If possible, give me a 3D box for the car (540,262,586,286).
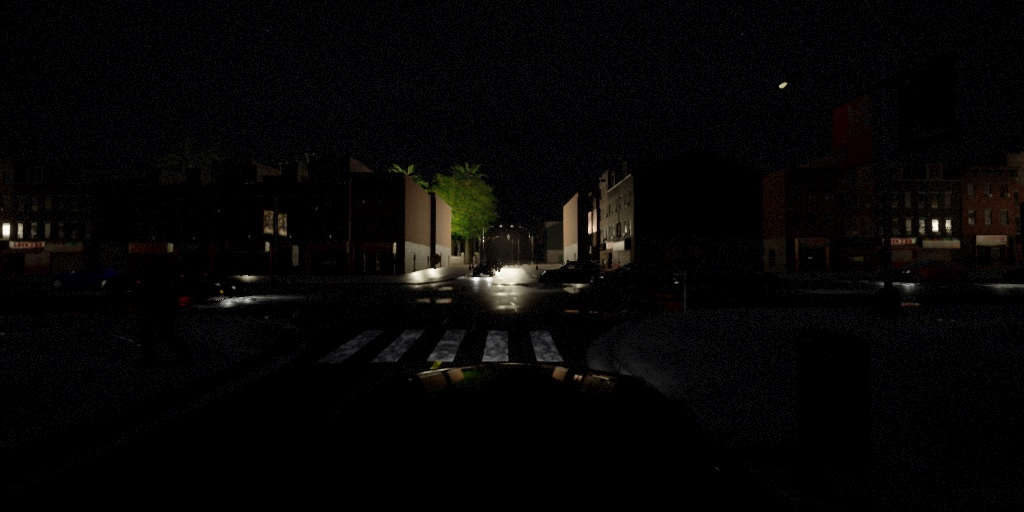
[{"bbox_3d":[4.282,1.188,25.321,4.553,1.767,2.097,-1,-2,19],"label":"car"}]

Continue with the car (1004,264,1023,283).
[{"bbox_3d":[32.557,0.843,21.344,5.008,1.535,1.882,-1,-1,0],"label":"car"}]

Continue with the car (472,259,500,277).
[{"bbox_3d":[-2.669,1.317,35.666,2.033,1.411,5.357,0,0,3],"label":"car"}]

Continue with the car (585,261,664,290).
[{"bbox_3d":[7.143,1.194,21.105,4.902,1.511,2.128,-1,-1,-1],"label":"car"}]

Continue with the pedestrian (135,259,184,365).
[{"bbox_3d":[-5.963,0.896,6.081,0.375,1.860,0.375,1,-1,0],"label":"pedestrian"}]

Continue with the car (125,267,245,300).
[{"bbox_3d":[-15.537,1.360,17.440,4.181,1.385,1.994,0,-1,-1],"label":"car"}]

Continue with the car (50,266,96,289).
[{"bbox_3d":[-27.645,1.398,24.026,5.008,1.535,1.882,1,-1,-1],"label":"car"}]

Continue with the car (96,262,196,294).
[{"bbox_3d":[-20.545,1.226,20.846,4.553,1.767,2.097,0,-1,-1],"label":"car"}]

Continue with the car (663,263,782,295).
[{"bbox_3d":[10.518,1.071,17.690,4.902,1.511,2.128,-1,-1,-1],"label":"car"}]

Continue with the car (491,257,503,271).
[{"bbox_3d":[-2.570,1.124,46.469,2.097,1.767,4.553,0,0,0],"label":"car"}]

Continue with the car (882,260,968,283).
[{"bbox_3d":[28.244,1.030,24.545,4.674,1.442,1.812,-1,-1,-1],"label":"car"}]
